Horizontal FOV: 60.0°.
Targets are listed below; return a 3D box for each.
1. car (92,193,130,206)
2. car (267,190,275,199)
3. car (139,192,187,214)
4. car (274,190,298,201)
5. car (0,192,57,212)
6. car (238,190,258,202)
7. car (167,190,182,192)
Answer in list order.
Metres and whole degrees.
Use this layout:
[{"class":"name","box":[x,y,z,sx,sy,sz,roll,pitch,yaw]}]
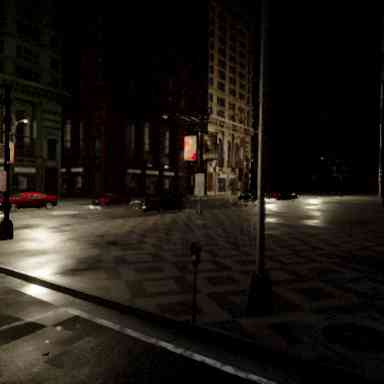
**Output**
[{"class":"car","box":[-8.689,0.761,35.987,1.994,1.385,4.181,1,2,36]},{"class":"car","box":[14.460,0.428,56.929,1.882,1.535,5.008,1,2,36]},{"class":"car","box":[-2.385,0.966,27.712,1.812,1.442,4.674,1,2,36]},{"class":"car","box":[14.982,0.632,51.912,1.994,1.385,4.181,1,2,36]},{"class":"car","box":[-14.092,0.793,28.464,1.882,1.535,5.008,1,2,36]},{"class":"car","box":[8.585,0.431,48.650,2.097,1.767,4.553,1,2,36]},{"class":"car","box":[-2.612,0.571,44.440,1.837,1.490,4.892,1,2,36]}]
